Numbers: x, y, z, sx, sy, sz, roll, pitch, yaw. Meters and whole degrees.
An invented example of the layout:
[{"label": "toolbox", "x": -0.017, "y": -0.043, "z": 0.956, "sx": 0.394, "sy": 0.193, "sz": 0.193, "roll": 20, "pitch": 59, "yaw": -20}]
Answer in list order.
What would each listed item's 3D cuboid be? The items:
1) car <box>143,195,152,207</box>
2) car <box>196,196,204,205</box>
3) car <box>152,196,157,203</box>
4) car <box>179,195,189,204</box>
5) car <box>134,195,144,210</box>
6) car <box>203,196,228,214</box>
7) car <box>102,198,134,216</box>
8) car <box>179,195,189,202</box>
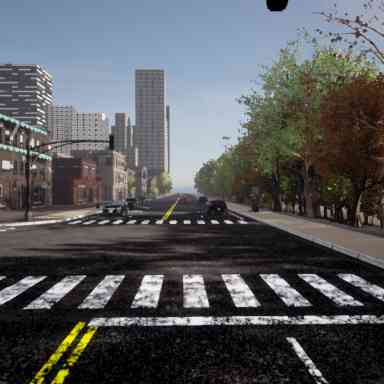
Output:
[{"label": "car", "x": -7.843, "y": 1.333, "z": 51.727, "sx": 2.097, "sy": 1.767, "sz": 4.553, "roll": 0, "pitch": 0, "yaw": -1}, {"label": "car", "x": 1.913, "y": 1.483, "z": 59.251, "sx": 1.837, "sy": 1.490, "sz": 4.892, "roll": 0, "pitch": 0, "yaw": -1}, {"label": "car", "x": -8.123, "y": 1.471, "z": 66.656, "sx": 2.128, "sy": 1.511, "sz": 4.902, "roll": 0, "pitch": 0, "yaw": -1}, {"label": "car", "x": -1.527, "y": 1.540, "z": 62.760, "sx": 1.994, "sy": 1.385, "sz": 4.181, "roll": 0, "pitch": 0, "yaw": -1}, {"label": "car", "x": -7.607, "y": 1.490, "z": 42.031, "sx": 1.837, "sy": 1.490, "sz": 4.892, "roll": 0, "pitch": 0, "yaw": -1}, {"label": "car", "x": 2.517, "y": 1.466, "z": 34.480, "sx": 1.882, "sy": 1.535, "sz": 5.008, "roll": 0, "pitch": 0, "yaw": -1}, {"label": "car", "x": -7.380, "y": 1.481, "z": 32.474, "sx": 2.128, "sy": 1.511, "sz": 4.902, "roll": 0, "pitch": 0, "yaw": -1}, {"label": "car", "x": -1.771, "y": 1.343, "z": 72.760, "sx": 2.033, "sy": 1.411, "sz": 5.357, "roll": 0, "pitch": 0, "yaw": -1}]
